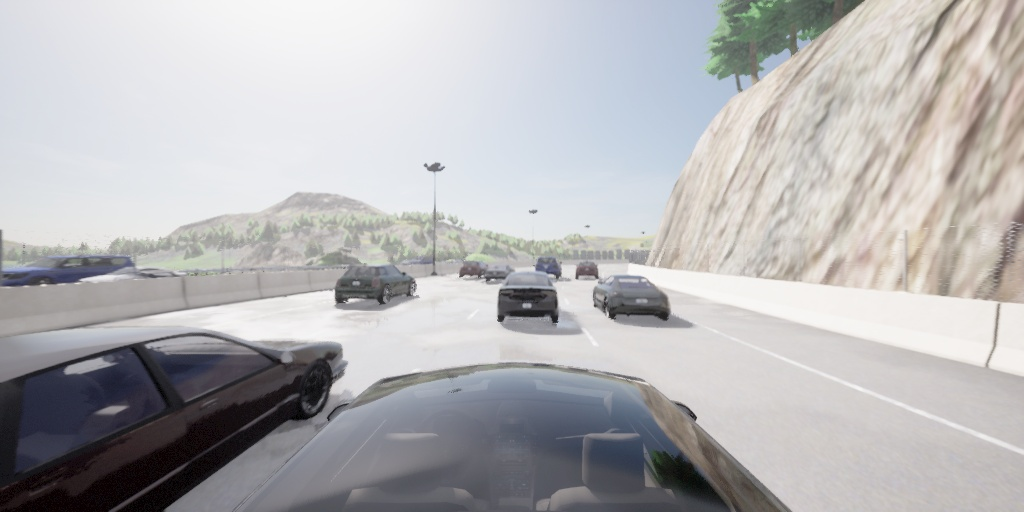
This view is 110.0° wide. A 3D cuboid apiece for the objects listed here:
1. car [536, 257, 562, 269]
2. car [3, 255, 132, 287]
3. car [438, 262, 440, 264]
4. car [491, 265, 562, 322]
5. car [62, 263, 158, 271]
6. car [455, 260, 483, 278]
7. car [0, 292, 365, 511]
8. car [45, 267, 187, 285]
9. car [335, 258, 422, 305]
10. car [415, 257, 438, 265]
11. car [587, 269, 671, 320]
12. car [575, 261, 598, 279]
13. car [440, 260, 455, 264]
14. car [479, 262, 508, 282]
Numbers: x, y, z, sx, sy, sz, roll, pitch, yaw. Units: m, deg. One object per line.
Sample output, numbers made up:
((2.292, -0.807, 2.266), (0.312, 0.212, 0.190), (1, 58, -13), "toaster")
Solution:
((3.510, 1.080, 34.057), (2.150, 2.045, 5.566), (0, 0, 11), "car")
((-23.640, 0.958, 19.147), (2.150, 2.045, 5.566), (0, 0, 6), "car")
((-11.236, 1.462, 60.542), (1.994, 1.385, 4.181), (0, 0, 19), "car")
((0.586, 1.263, 12.618), (1.882, 1.535, 5.008), (0, 0, 4), "car")
((-20.094, 1.272, 19.235), (1.812, 1.442, 4.674), (0, 0, 6), "car")
((-3.457, 1.193, 34.690), (2.097, 1.767, 4.553), (0, 0, 11), "car")
((-3.326, 1.291, 2.796), (2.033, 1.411, 5.357), (0, 0, 0), "car")
((-16.892, 1.347, 16.187), (1.895, 1.301, 4.718), (0, 0, 5), "car")
((-6.095, 1.131, 16.555), (2.097, 1.767, 4.553), (0, 0, 5), "car")
((-15.200, 1.106, 59.668), (2.150, 2.045, 5.566), (0, 0, 18), "car")
((4.134, 1.360, 13.013), (1.994, 1.385, 4.181), (0, 0, 4), "car")
((7.215, 1.223, 34.538), (2.097, 1.767, 4.553), (0, 0, 12), "car")
((-8.840, 1.371, 56.642), (1.882, 1.535, 5.008), (0, 0, 18), "car")
((-0.884, 1.380, 29.684), (2.033, 1.411, 5.357), (0, 0, 10), "car")
